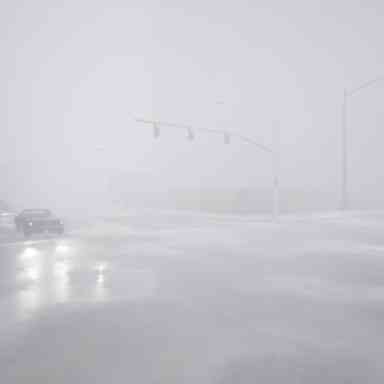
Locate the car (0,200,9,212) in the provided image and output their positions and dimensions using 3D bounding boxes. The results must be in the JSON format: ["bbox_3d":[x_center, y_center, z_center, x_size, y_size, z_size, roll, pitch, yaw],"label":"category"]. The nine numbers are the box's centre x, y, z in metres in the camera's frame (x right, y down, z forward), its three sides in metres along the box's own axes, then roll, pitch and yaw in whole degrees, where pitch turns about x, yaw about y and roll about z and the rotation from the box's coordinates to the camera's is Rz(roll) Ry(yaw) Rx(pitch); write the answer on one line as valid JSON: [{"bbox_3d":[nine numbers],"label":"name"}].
[{"bbox_3d":[-22.690,1.562,38.949,1.895,1.301,4.718,0,0,-35],"label":"car"}]

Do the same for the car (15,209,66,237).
[{"bbox_3d":[-8.399,1.612,18.232,1.895,1.301,4.718,0,0,-35],"label":"car"}]
